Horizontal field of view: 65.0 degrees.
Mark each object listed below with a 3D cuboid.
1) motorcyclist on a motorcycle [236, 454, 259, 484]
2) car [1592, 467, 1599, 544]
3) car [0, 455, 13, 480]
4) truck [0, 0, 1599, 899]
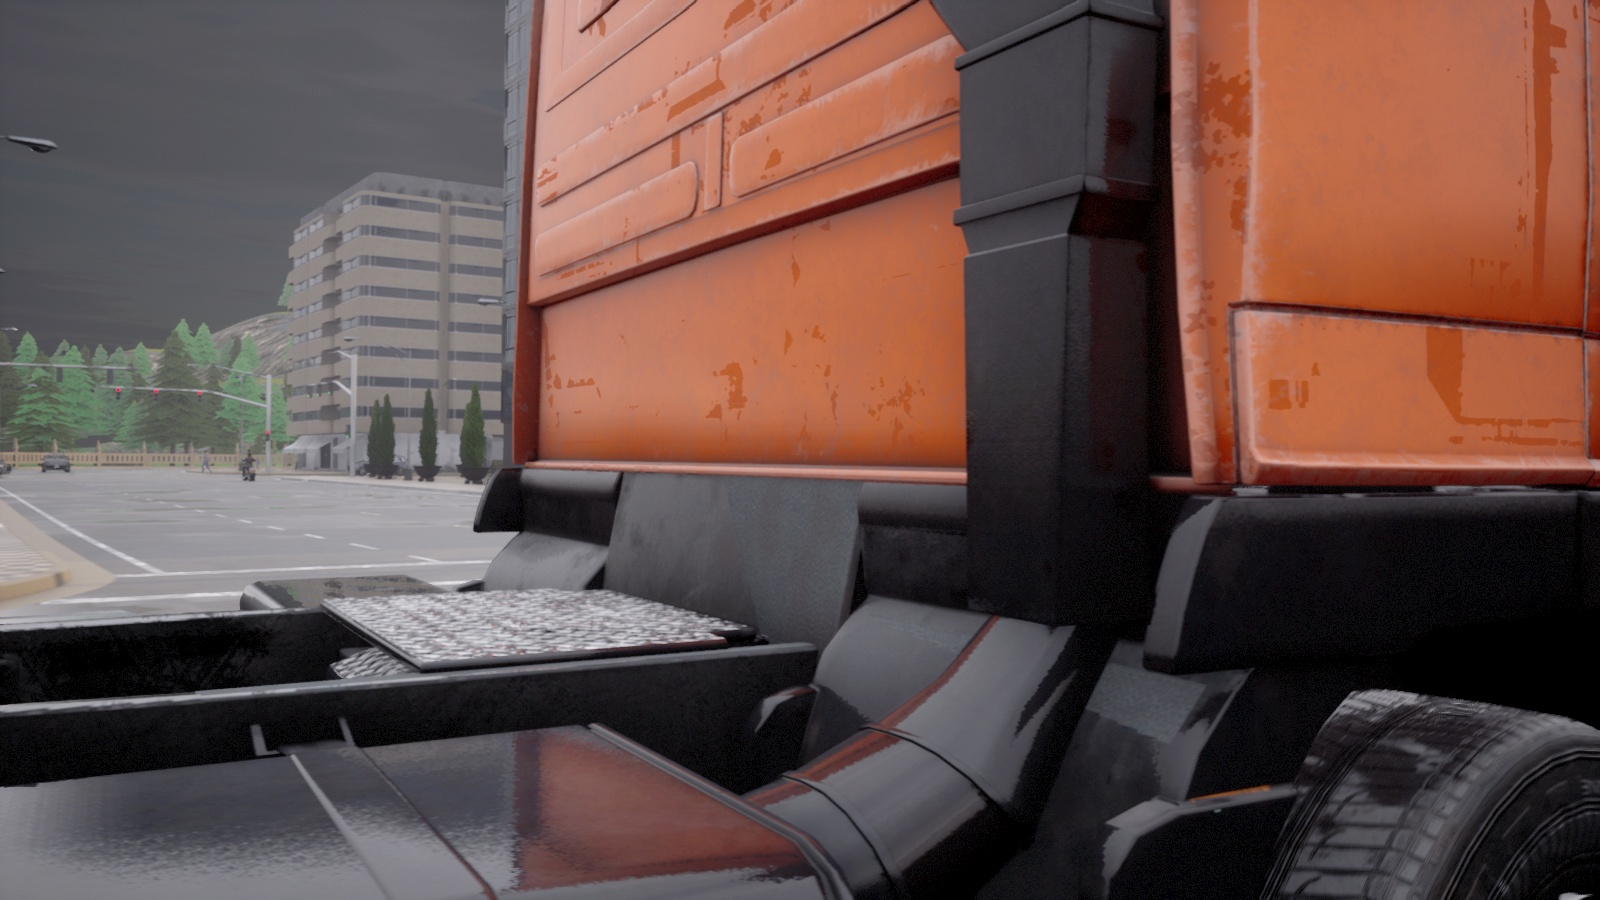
[{"bbox_3d":[-31.282,1.069,71.035,0.766,1.649,2.350,1,-1,-34],"label":"motorcyclist on a motorcycle"},{"bbox_3d":[17.360,1.067,24.265,4.674,1.442,1.812,1,-1,-35],"label":"car"},{"bbox_3d":[-49.044,1.031,73.537,4.902,1.511,2.128,0,0,-35],"label":"car"},{"bbox_3d":[-1.679,-0.227,1.708,7.936,3.462,2.891,0,0,-30],"label":"truck"}]
